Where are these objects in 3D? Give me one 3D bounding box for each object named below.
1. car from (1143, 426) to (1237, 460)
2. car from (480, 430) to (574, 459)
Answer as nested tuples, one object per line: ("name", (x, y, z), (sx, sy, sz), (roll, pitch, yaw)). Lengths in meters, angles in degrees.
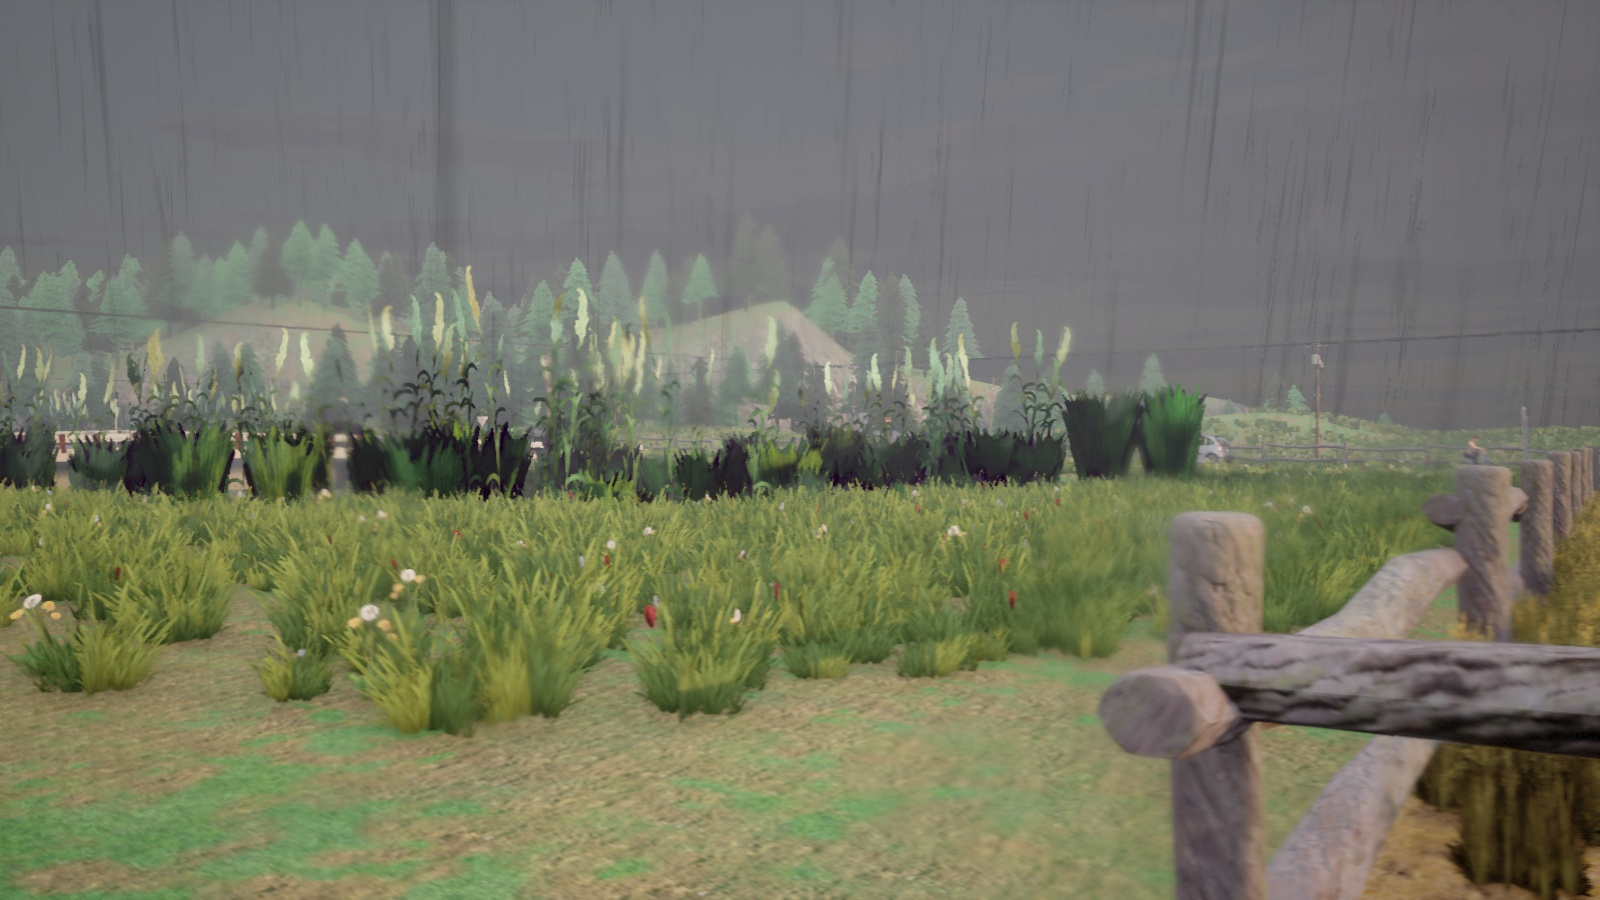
("car", (19.278, -0.361, 62.138), (3.988, 1.617, 1.851), (0, 1, 39))
("car", (-15.273, -0.283, 70.539), (1.882, 1.535, 5.008), (0, -1, 41))
